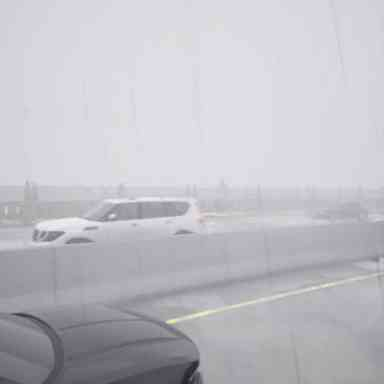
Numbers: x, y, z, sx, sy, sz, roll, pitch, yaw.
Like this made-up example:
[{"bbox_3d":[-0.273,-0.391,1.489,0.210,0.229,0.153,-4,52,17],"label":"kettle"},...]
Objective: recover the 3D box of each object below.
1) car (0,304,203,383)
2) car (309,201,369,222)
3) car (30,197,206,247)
[{"bbox_3d":[-2.170,1.463,2.065,5.008,1.535,1.882,0,0,-36],"label":"car"},{"bbox_3d":[11.284,1.464,25.545,4.892,1.490,1.837,0,0,-22],"label":"car"},{"bbox_3d":[-2.147,1.182,10.772,5.566,2.045,2.150,0,0,-32],"label":"car"}]
